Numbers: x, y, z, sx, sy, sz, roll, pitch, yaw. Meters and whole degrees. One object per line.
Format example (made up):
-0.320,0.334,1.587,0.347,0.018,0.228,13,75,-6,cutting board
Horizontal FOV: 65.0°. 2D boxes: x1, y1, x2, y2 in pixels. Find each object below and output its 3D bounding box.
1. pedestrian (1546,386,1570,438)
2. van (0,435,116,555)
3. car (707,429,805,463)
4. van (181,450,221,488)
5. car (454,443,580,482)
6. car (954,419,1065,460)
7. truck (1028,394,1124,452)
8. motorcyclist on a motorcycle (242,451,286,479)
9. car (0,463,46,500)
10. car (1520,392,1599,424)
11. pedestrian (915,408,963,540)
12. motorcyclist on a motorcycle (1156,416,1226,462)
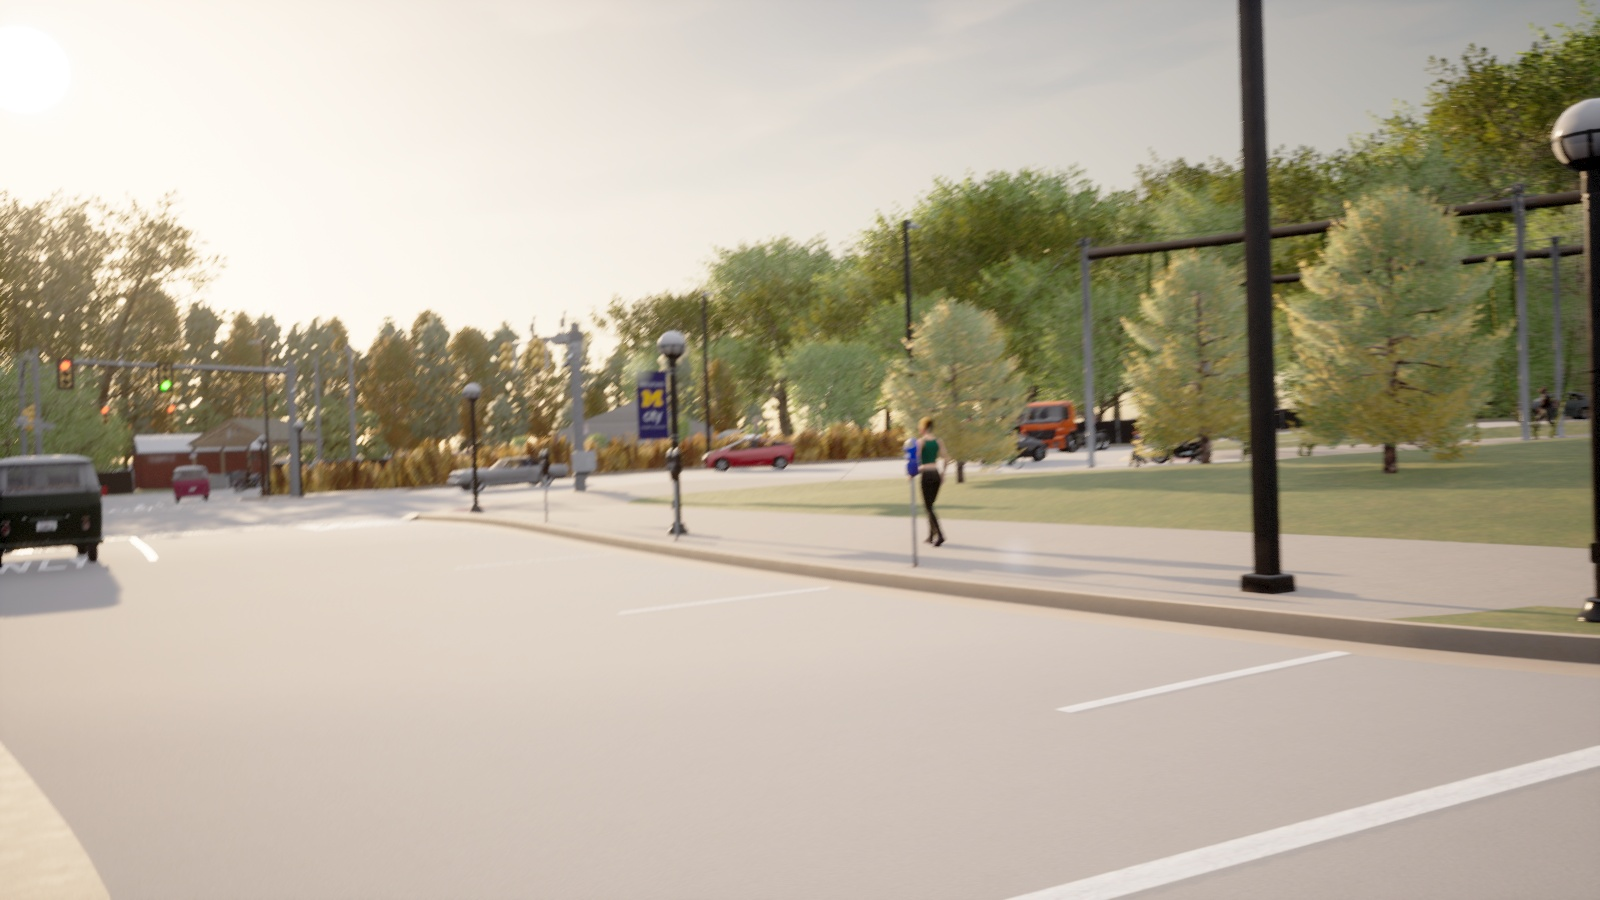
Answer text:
27.737,-1.383,45.934,0.720,1.854,0.376,-1,1,33,pedestrian
-14.157,0.779,23.686,1.775,1.987,4.442,-2,1,-33,van
-2.142,-0.212,60.566,4.514,1.525,2.007,-1,1,-9,car
-34.253,1.061,71.748,1.775,1.987,4.442,-3,2,-28,van
-11.804,0.500,52.388,4.718,1.301,1.895,-4,2,-30,car
9.690,-0.504,57.975,4.611,1.667,2.242,-3,2,-29,car
18.029,-1.823,81.683,2.891,3.462,7.936,-2,1,38,truck
-33.919,0.946,79.440,2.350,1.649,0.766,-4,0,-35,motorcyclist on a motorcycle
-34.774,1.437,55.573,2.128,1.511,4.902,-2,-1,-34,car
42.913,-2.362,70.513,3.988,1.617,1.851,-2,0,16,car
1.964,0.329,17.745,0.345,1.836,0.594,-2,1,-30,pedestrian
14.634,-0.401,47.027,2.350,1.649,0.766,-2,0,37,motorcyclist on a motorcycle
